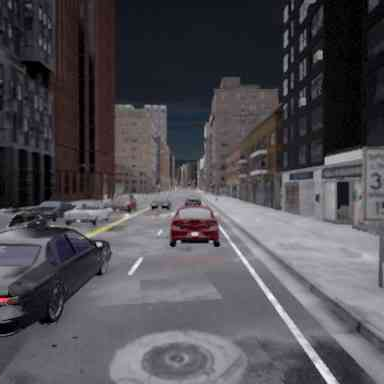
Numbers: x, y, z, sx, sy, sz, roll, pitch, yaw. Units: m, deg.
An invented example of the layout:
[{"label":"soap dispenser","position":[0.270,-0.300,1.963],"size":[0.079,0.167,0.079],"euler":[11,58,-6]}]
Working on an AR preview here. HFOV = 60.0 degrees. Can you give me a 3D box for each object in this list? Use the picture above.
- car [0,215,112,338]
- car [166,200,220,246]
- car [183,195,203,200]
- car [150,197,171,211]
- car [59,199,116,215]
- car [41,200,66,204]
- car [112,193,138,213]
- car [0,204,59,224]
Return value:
[{"label":"car","position":[-3.149,1.468,6.888],"size":[2.033,1.411,5.357],"euler":[0,1,0]},{"label":"car","position":[0.106,1.315,14.298],"size":[1.882,1.535,5.008],"euler":[0,1,0]},{"label":"car","position":[0.113,1.105,35.366],"size":[1.837,1.490,4.892],"euler":[0,1,0]},{"label":"car","position":[-3.138,1.207,34.676],"size":[1.895,1.301,4.718],"euler":[0,1,0]},{"label":"car","position":[-6.582,1.357,21.517],"size":[1.895,1.301,4.718],"euler":[0,1,0]},{"label":"car","position":[-9.824,1.277,23.813],"size":[2.033,1.411,5.357],"euler":[0,1,0]},{"label":"car","position":[-6.536,0.992,31.674],"size":[2.097,1.767,4.553],"euler":[0,1,1]},{"label":"car","position":[-6.594,1.374,11.488],"size":[1.837,1.490,4.892],"euler":[0,1,0]}]
